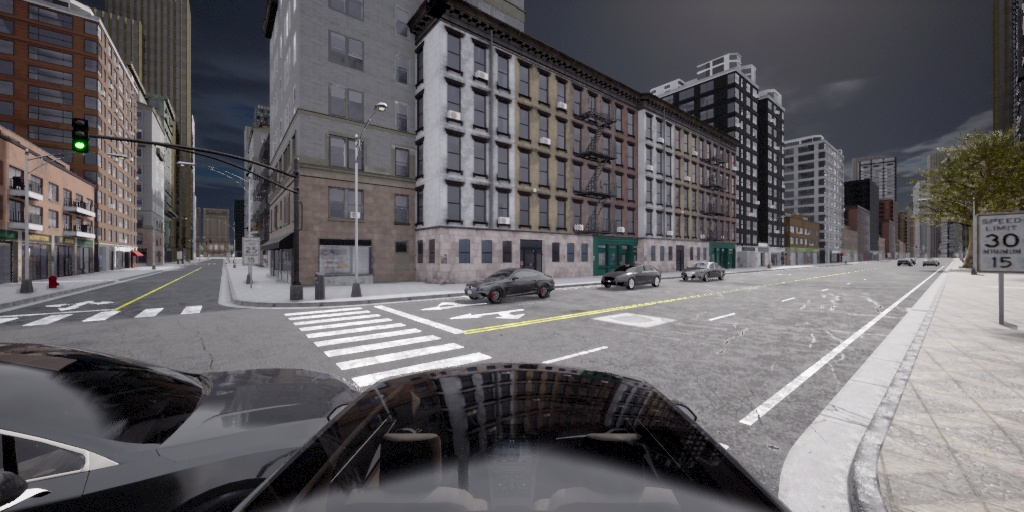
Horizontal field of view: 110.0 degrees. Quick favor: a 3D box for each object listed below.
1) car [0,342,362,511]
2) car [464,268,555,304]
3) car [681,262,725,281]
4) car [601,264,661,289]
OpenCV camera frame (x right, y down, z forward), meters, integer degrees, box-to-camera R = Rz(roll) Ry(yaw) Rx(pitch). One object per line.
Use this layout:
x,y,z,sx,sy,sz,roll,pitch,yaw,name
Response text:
-3.218,1.257,1.811,4.892,1.490,1.837,0,0,-34,car
0.000,1.287,16.775,4.674,1.442,1.812,0,0,-39,car
15.731,1.236,29.434,4.902,1.511,2.128,0,0,-39,car
7.706,1.259,22.982,4.892,1.490,1.837,0,0,-39,car
